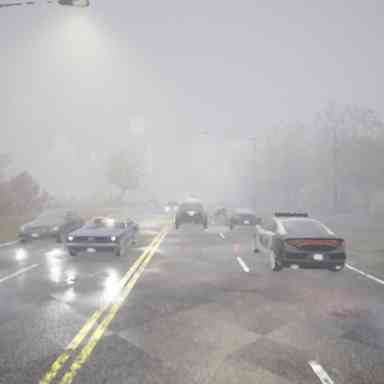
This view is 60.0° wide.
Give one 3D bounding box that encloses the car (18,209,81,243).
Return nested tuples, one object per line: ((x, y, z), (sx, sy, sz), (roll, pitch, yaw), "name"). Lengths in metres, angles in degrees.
((-6.602, 1.569, 16.310), (1.812, 1.442, 4.674), (0, 0, 0), "car")

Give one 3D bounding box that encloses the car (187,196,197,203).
((-0.014, 1.757, 75.194), (2.033, 1.411, 5.357), (0, 0, 0), "car")

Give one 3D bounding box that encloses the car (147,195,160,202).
((-6.509, 1.276, 56.897), (1.837, 1.490, 4.892), (0, 0, 0), "car")

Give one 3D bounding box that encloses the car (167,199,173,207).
((-3.261, 1.843, 56.858), (1.895, 1.301, 4.718), (0, 0, 0), "car")

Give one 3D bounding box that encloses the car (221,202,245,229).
((3.248, 1.629, 22.047), (1.812, 1.442, 4.674), (0, 0, 0), "car")

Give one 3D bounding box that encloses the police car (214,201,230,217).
((3.246, 1.649, 33.051), (2.038, 1.542, 4.974), (0, 0, 0), "police car")

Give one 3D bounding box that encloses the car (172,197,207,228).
((-0.032, 1.451, 23.330), (2.097, 1.767, 4.553), (0, 0, 0), "car")

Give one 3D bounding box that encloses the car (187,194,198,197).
((0.078, 1.414, 56.757), (2.150, 2.045, 5.566), (0, 0, 0), "car")

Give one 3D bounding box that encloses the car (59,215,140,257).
((-3.352, 1.646, 13.287), (1.895, 1.301, 4.718), (0, 0, 0), "car")

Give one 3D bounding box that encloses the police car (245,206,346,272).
((3.254, 1.480, 11.154), (1.930, 1.638, 5.238), (1, 0, 0), "police car")
